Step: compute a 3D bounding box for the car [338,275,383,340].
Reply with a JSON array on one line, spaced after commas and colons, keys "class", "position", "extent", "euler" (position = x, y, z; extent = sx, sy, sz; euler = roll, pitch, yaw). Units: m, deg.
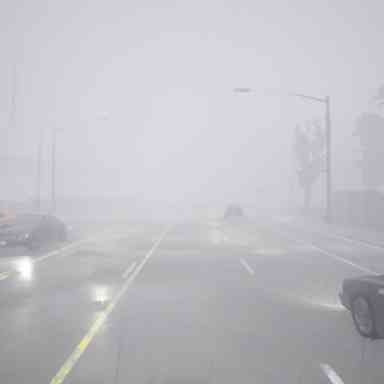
[{"class": "car", "position": [3.596, 1.587, 3.634], "extent": [2.033, 1.411, 5.357], "euler": [0, -1, 0]}]

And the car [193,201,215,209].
[{"class": "car", "position": [2.015, 2.196, 57.268], "extent": [1.895, 1.301, 4.718], "euler": [-1, -1, 32]}]

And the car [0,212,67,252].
[{"class": "car", "position": [-7.090, 1.683, 14.816], "extent": [1.812, 1.442, 4.674], "euler": [0, -1, 0]}]

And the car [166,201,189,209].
[{"class": "car", "position": [-2.468, 2.229, 56.563], "extent": [1.895, 1.301, 4.718], "euler": [-1, -1, 30]}]

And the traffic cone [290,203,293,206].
[{"class": "traffic cone", "position": [18.962, 2.416, 64.092], "extent": [0.340, 0.580, 0.340], "euler": [0, -1, -43]}]

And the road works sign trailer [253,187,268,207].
[{"class": "road works sign trailer", "position": [12.800, 0.967, 60.441], "extent": [2.880, 3.560, 2.380], "euler": [0, -1, -43]}]

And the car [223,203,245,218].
[{"class": "car", "position": [4.332, 1.854, 33.558], "extent": [1.812, 1.442, 4.674], "euler": [-1, 0, 9]}]
